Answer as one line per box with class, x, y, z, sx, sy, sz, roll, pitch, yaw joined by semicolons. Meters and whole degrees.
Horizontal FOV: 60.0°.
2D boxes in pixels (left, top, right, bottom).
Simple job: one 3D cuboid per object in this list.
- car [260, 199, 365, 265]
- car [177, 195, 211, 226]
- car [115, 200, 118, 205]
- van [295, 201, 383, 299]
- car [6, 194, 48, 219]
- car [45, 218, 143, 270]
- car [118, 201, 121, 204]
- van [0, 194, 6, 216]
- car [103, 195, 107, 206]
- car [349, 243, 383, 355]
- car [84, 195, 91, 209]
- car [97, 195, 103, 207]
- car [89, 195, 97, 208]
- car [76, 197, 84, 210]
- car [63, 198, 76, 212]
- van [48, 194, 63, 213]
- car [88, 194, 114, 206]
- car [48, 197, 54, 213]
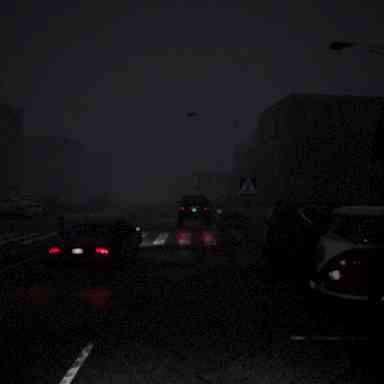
car;4.748;1.233;9.360;5.566;2.045;2.435;0;0;0
car;0.150;1.194;23.354;2.150;2.045;5.566;0;0;0
car;-16.042;1.691;58.786;4.674;1.452;2.002;0;-1;0
van;4.599;1.260;6.583;4.442;1.987;1.878;0;0;0
car;-15.901;1.194;28.470;5.566;2.045;2.435;0;0;0
car;-2.893;1.549;10.943;2.033;1.411;5.357;0;0;0
car;-15.862;1.688;61.545;5.366;1.575;1.946;0;-1;0
van;-15.793;1.229;22.959;4.442;1.987;1.878;0;0;0
car;-16.014;1.551;50.521;5.008;1.535;2.097;0;-1;0
car;4.685;1.515;3.677;4.792;1.488;2.163;0;0;0
car;-15.986;1.485;42.252;4.892;1.521;2.231;0;0;0
car;-15.994;1.525;47.765;5.008;1.535;2.097;0;0;0
car;-15.995;1.504;45.009;4.892;1.521;2.231;0;0;0
car;-15.940;1.499;39.496;4.792;1.488;2.163;0;0;0
car;-15.965;1.458;36.741;5.008;1.535;2.097;0;0;0
van;-16.066;1.224;34.106;4.442;1.987;1.878;0;0;0
car;-16.048;1.329;53.279;5.566;2.045;2.435;0;-1;0
car;-15.943;1.486;31.229;4.674;1.452;2.002;0;0;0
